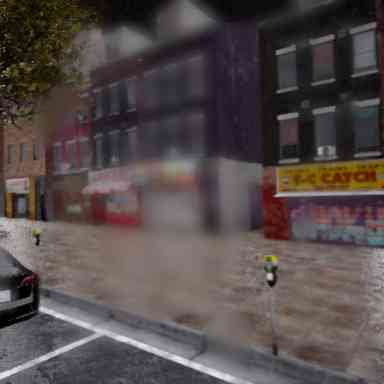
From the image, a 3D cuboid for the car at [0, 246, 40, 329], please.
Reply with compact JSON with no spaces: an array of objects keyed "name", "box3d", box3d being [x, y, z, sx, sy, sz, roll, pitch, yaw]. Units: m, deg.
[{"name":"car","box3d":[-4.489,1.567,6.038,4.313,1.339,1.947,0,-2,36]}]
